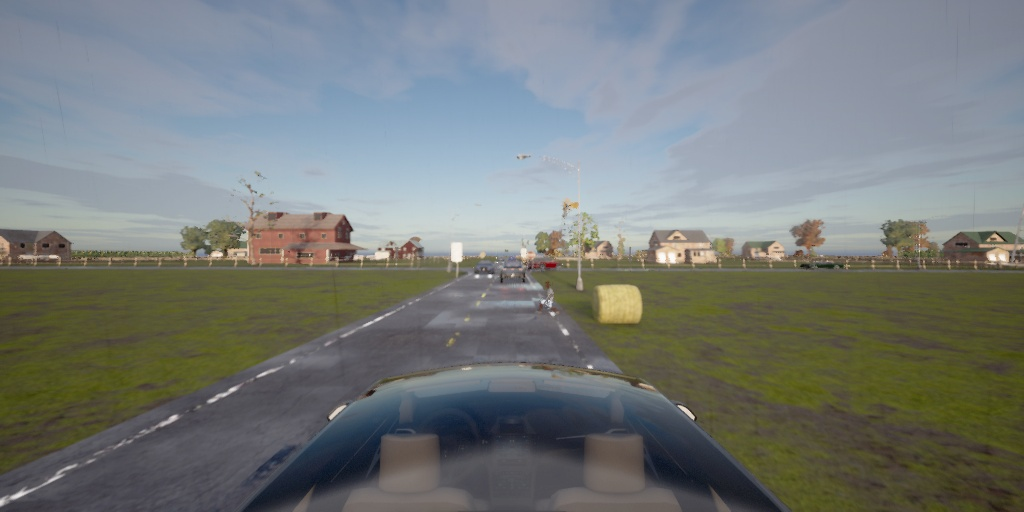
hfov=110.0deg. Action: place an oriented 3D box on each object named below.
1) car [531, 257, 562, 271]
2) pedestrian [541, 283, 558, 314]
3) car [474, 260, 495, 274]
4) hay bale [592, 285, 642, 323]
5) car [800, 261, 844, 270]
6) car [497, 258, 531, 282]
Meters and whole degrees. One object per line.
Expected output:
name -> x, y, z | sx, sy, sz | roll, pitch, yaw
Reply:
car -> 4.195, 0.898, 44.972 | 4.553, 1.767, 2.097 | 0, 1, -41
pedestrian -> 1.256, 0.994, 11.998 | 0.375, 1.860, 0.375 | 0, 0, 4
car -> -2.763, 1.136, 37.279 | 1.994, 1.385, 4.181 | 0, 0, 0
hay bale -> 3.122, 1.361, 10.796 | 1.220, 1.180, 1.240 | 0, 0, 0
car -> 42.425, 1.281, 49.221 | 4.718, 1.301, 1.895 | 0, 0, 1
car -> 0.061, 1.117, 26.943 | 2.128, 1.511, 4.902 | 0, 0, 0
